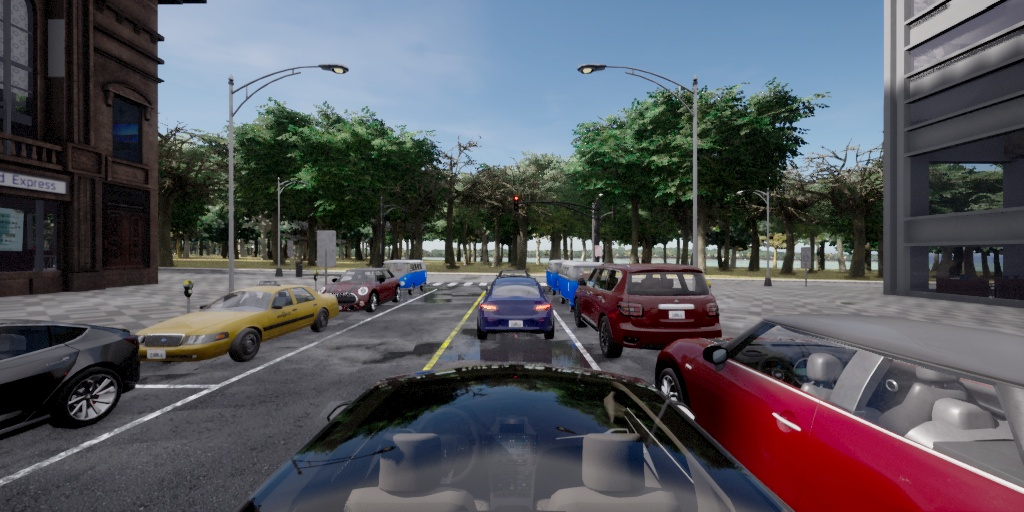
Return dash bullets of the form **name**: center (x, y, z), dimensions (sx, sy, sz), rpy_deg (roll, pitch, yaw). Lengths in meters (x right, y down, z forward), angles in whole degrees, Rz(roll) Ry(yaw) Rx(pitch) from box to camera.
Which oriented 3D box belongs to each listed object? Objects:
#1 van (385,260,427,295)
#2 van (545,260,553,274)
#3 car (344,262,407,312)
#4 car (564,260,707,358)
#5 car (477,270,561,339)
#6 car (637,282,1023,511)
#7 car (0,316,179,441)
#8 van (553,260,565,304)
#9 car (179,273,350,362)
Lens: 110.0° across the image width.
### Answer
- **van**: center (-5.766, 1.092, 19.267), dimensions (1.690, 1.789, 3.998), rpy_deg (0, 0, 0)
- **van**: center (2.759, 1.092, 19.269), dimensions (1.690, 1.789, 3.998), rpy_deg (0, 0, 0)
- **car**: center (-5.765, 1.190, 13.829), dimensions (1.967, 1.591, 4.097), rpy_deg (0, 0, 0)
- **car**: center (2.761, 1.065, 8.394), dimensions (2.192, 1.841, 5.009), rpy_deg (0, 0, 0)
- **car**: center (0.097, 1.276, 9.931), dimensions (1.812, 1.442, 4.674), rpy_deg (0, 0, 0)
- **car**: center (2.763, 1.190, 2.956), dimensions (1.967, 1.591, 4.097), rpy_deg (0, 0, 0)
- **car**: center (-5.763, 1.316, 2.954), dimensions (1.948, 1.339, 4.313), rpy_deg (0, 0, 0)
- **van**: center (2.760, 1.091, 13.831), dimensions (1.690, 1.789, 3.998), rpy_deg (0, 0, 0)
- **car**: center (-5.764, 1.275, 8.222), dimensions (1.751, 1.417, 4.829), rpy_deg (0, 0, 0)
